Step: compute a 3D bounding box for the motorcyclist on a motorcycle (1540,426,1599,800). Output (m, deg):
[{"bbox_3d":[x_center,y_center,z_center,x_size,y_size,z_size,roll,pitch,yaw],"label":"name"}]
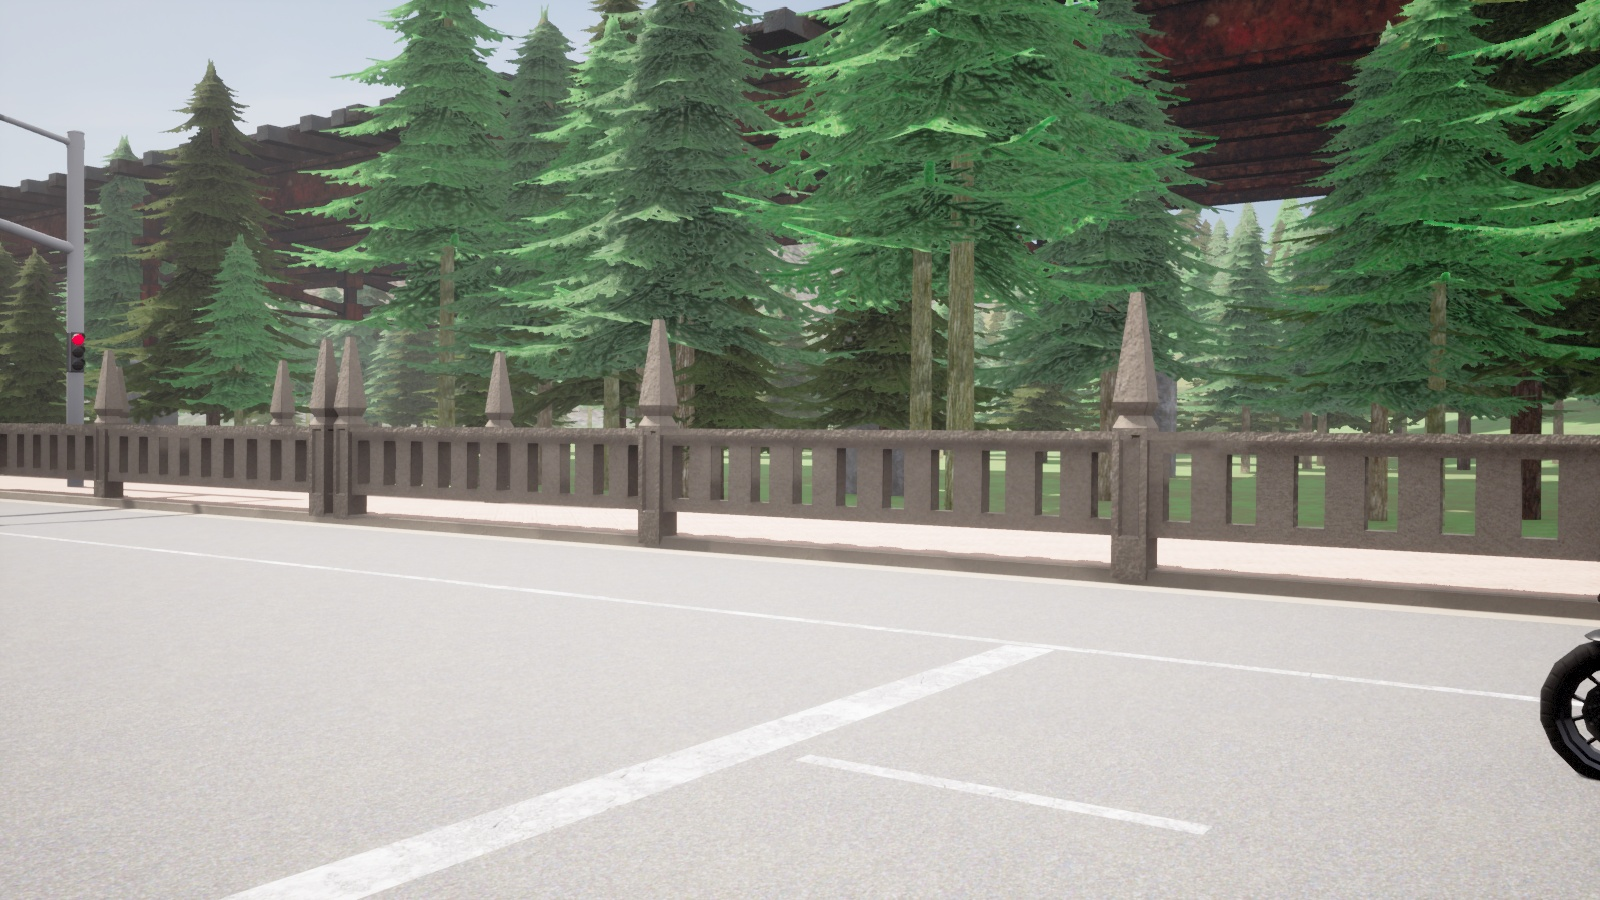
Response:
[{"bbox_3d":[4.247,0.660,5.004,2.191,1.530,0.866,0,1,34],"label":"motorcyclist on a motorcycle"}]
